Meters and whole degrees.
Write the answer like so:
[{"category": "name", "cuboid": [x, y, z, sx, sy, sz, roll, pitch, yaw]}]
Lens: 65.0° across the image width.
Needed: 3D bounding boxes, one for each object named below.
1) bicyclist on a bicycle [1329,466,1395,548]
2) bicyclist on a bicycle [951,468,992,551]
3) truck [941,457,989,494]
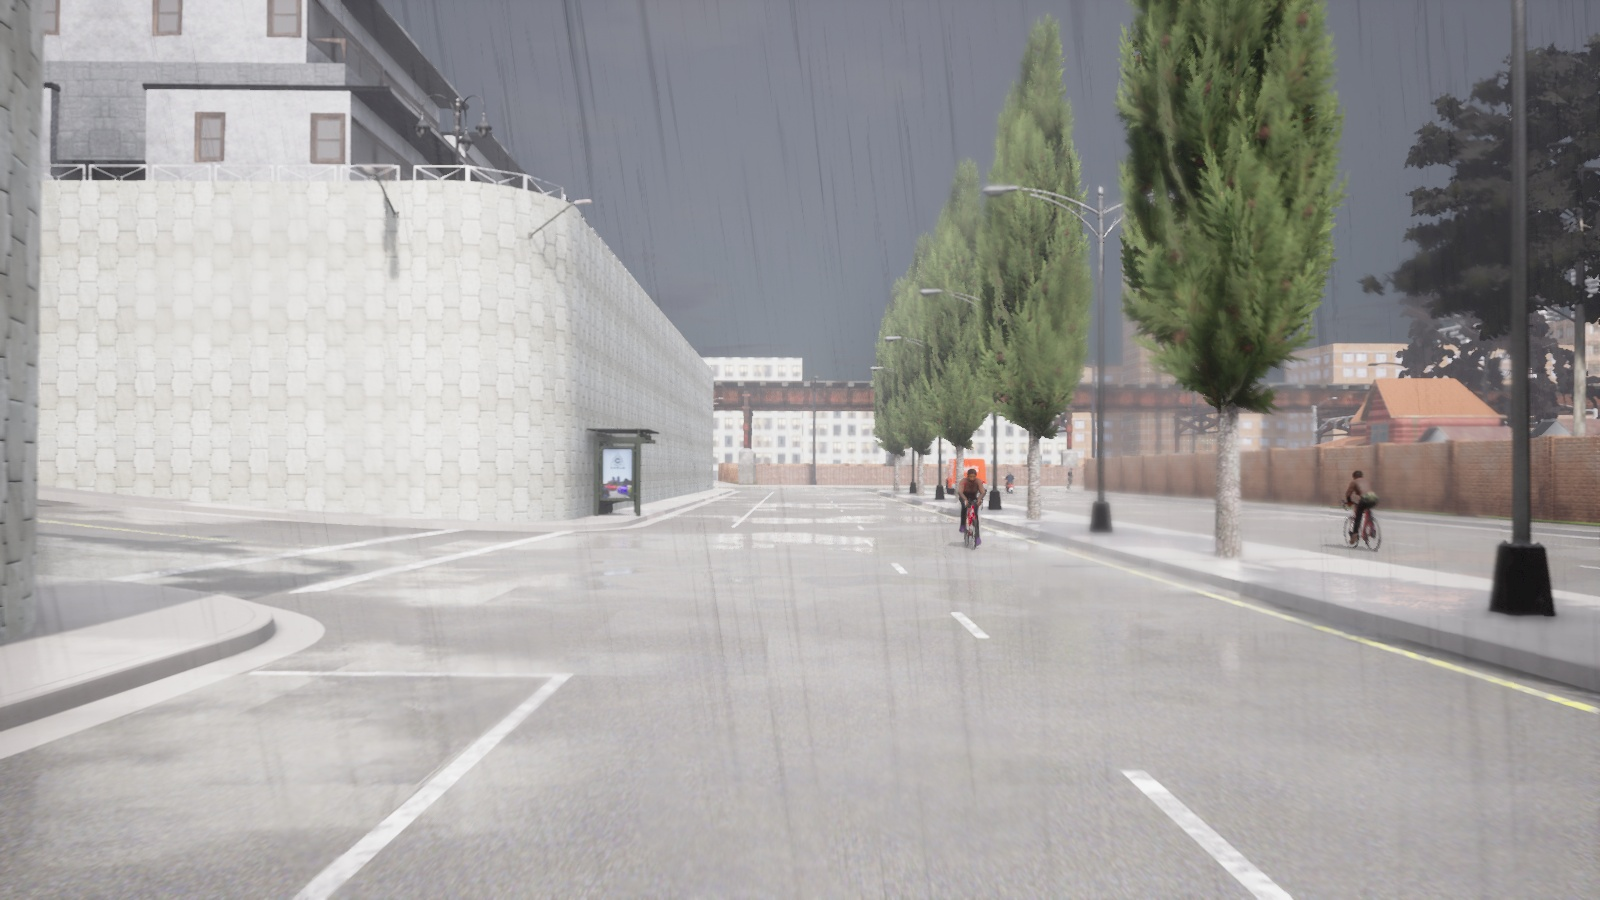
[{"category": "bicyclist on a bicycle", "cuboid": [11.447, 1.151, 25.648, 0.582, 1.620, 1.656, 0, -1, 0]}, {"category": "bicyclist on a bicycle", "cuboid": [3.448, 1.172, 25.332, 0.582, 1.620, 1.656, 0, -1, 0]}, {"category": "truck", "cuboid": [11.320, 1.729, 86.427, 2.627, 2.467, 5.204, 0, -1, 0]}]
